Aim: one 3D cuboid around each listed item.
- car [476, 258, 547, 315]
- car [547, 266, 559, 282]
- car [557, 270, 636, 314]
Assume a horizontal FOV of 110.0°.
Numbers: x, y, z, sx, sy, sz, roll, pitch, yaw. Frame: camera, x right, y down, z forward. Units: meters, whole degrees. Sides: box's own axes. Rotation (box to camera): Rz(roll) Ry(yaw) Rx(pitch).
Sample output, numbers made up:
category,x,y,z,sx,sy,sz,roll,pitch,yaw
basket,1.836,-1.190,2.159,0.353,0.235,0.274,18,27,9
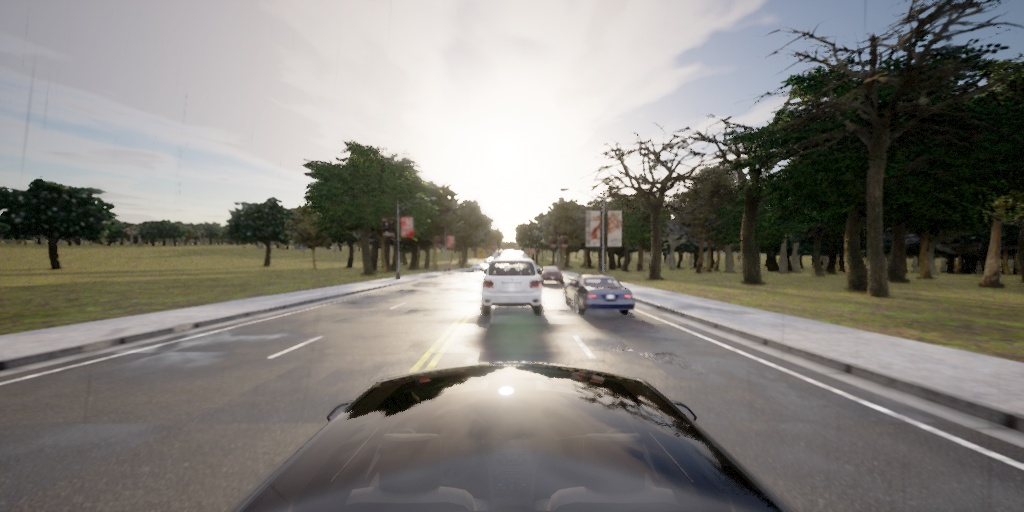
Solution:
category,x,y,z,sx,sy,sz,roll,pitch,yaw
car,0.009,1.101,14.416,2.150,2.045,5.566,0,0,0
car,3.275,1.607,30.785,1.812,1.442,4.674,0,-1,1
car,3.259,1.423,14.348,2.033,1.411,5.357,0,-1,0
